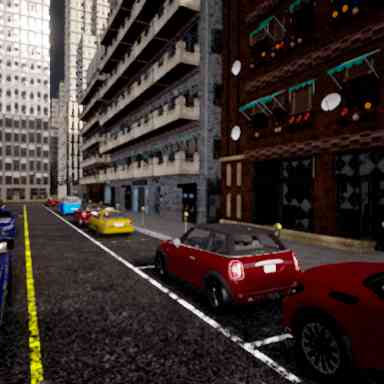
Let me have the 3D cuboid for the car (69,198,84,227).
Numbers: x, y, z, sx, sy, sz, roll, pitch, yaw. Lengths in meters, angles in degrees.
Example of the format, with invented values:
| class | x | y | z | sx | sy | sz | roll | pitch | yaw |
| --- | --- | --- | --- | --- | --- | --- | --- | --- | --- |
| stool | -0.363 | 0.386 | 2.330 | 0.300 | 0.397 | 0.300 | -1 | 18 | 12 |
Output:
| class | x | y | z | sx | sy | sz | roll | pitch | yaw |
| --- | --- | --- | --- | --- | --- | --- | --- | --- | --- |
| car | -6.954 | 1.442 | 22.749 | 1.967 | 1.590 | 4.097 | -1 | 0 | -27 |

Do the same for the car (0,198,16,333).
| class | x | y | z | sx | sy | sz | roll | pitch | yaw |
| --- | --- | --- | --- | --- | --- | --- | --- | --- | --- |
| car | -4.010 | 1.221 | 4.992 | 2.150 | 2.045 | 5.566 | 0 | 0 | -26 |

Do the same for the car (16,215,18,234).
| class | x | y | z | sx | sy | sz | roll | pitch | yaw |
| --- | --- | --- | --- | --- | --- | --- | --- | --- | --- |
| car | -9.643 | 1.525 | 16.320 | 1.812 | 1.442 | 4.674 | 0 | 0 | -27 |

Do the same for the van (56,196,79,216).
| class | x | y | z | sx | sy | sz | roll | pitch | yaw |
| --- | --- | --- | --- | --- | --- | --- | --- | --- | --- |
| van | -11.971 | 1.342 | 32.649 | 1.690 | 1.788 | 3.998 | -1 | 0 | -27 |

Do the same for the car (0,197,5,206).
| class | x | y | z | sx | sy | sz | roll | pitch | yaw |
| --- | --- | --- | --- | --- | --- | --- | --- | --- | --- |
| car | -31.529 | 1.535 | 53.822 | 1.887 | 1.381 | 4.507 | -1 | 0 | -27 |

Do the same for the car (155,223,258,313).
| class | x | y | z | sx | sy | sz | roll | pitch | yaw |
| --- | --- | --- | --- | --- | --- | --- | --- | --- | --- |
| car | 0.569 | 1.443 | 7.899 | 1.967 | 1.590 | 4.097 | -1 | 0 | -27 |

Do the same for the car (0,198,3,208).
| class | x | y | z | sx | sy | sz | roll | pitch | yaw |
| --- | --- | --- | --- | --- | --- | --- | --- | --- | --- |
| car | -29.021 | 1.558 | 48.872 | 1.947 | 1.339 | 4.313 | -1 | 0 | -27 |

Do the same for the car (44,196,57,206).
| class | x | y | z | sx | sy | sz | roll | pitch | yaw |
| --- | --- | --- | --- | --- | --- | --- | --- | --- | --- |
| car | -24.585 | 1.521 | 57.552 | 1.752 | 1.417 | 4.829 | -1 | 0 | -27 |

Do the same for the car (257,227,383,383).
| class | x | y | z | sx | sy | sz | roll | pitch | yaw |
| --- | --- | --- | --- | --- | --- | --- | --- | --- | --- |
| car | 3.076 | 1.318 | 2.949 | 2.192 | 1.841 | 5.009 | -1 | 0 | -27 |

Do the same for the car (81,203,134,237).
| class | x | y | z | sx | sy | sz | roll | pitch | yaw |
| --- | --- | --- | --- | --- | --- | --- | --- | --- | --- |
| car | -4.522 | 1.528 | 17.951 | 1.752 | 1.417 | 4.829 | -1 | 0 | -27 |

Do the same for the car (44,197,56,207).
| class | x | y | z | sx | sy | sz | roll | pitch | yaw |
| --- | --- | --- | --- | --- | --- | --- | --- | --- | --- |
| car | -22.000 | 1.541 | 52.450 | 1.887 | 1.381 | 4.507 | -1 | 0 | -27 |
